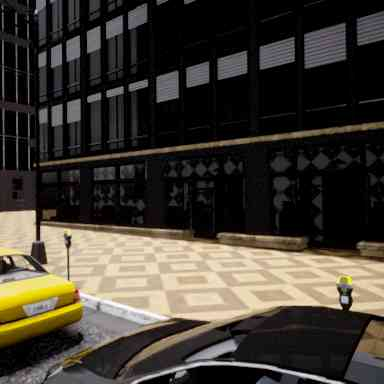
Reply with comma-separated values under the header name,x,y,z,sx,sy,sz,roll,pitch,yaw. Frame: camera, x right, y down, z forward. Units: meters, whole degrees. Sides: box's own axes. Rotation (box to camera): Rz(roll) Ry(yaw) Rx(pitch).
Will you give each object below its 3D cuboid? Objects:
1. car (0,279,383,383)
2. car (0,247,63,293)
name,x,y,z,sx,sy,sz,roll,pitch,yaw
car,0.703,1.566,2.345,4.313,1.339,1.947,0,-1,35
car,-3.932,1.526,5.859,4.829,1.417,1.752,0,-1,35
